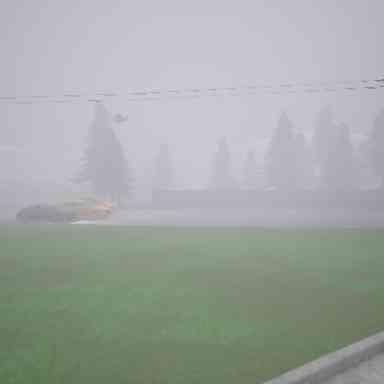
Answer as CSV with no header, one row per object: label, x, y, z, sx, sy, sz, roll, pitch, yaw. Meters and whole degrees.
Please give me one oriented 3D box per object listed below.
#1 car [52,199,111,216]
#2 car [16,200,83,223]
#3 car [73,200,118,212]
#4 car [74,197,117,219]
car,-10.474,1.463,31.689,4.902,1.511,2.128,0,0,7
car,-10.695,1.539,24.666,4.181,1.385,1.994,0,0,7
car,-11.201,1.568,38.824,4.718,1.301,1.895,0,0,7
car,-9.306,1.452,28.025,5.008,1.535,1.882,0,0,7
